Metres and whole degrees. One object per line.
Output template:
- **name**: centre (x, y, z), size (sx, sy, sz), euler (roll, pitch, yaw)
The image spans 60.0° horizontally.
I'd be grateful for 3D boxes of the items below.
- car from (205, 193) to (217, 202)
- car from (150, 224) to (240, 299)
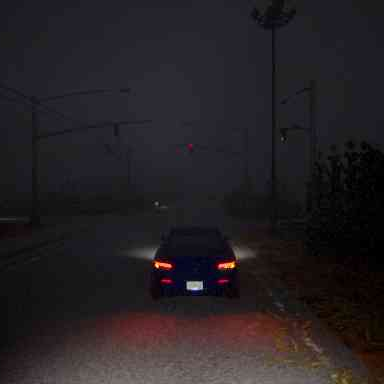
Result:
- **car**: centre (3.189, 0.891, 54.993), size (1.895, 1.301, 4.718), euler (0, 1, 7)
- **car**: centre (0.073, 1.526, 8.313), size (1.812, 1.442, 4.674), euler (0, 0, 1)
